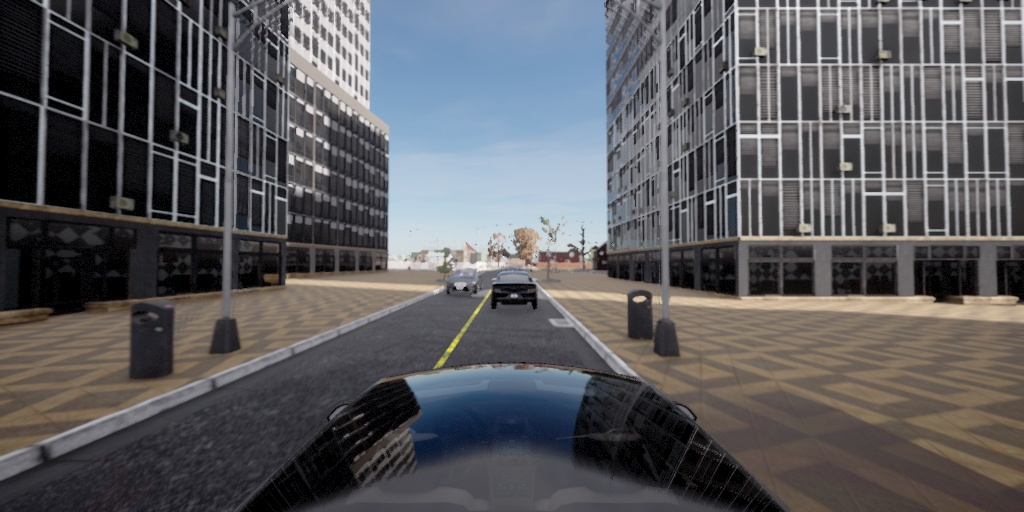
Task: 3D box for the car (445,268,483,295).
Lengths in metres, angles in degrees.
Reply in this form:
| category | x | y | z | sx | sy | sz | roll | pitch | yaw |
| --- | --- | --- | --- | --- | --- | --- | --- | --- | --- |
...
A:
| category | x | y | z | sx | sy | sz | roll | pitch | yaw |
| --- | --- | --- | --- | --- | --- | --- | --- | --- | --- |
| car | -2.849 | 1.516 | 22.140 | 2.128 | 1.511 | 4.902 | 0 | -1 | 0 |

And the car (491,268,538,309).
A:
| category | x | y | z | sx | sy | sz | roll | pitch | yaw |
| --- | --- | --- | --- | --- | --- | --- | --- | --- | --- |
| car | 0.094 | 1.422 | 16.290 | 1.882 | 1.535 | 5.008 | 0 | -1 | 0 |
